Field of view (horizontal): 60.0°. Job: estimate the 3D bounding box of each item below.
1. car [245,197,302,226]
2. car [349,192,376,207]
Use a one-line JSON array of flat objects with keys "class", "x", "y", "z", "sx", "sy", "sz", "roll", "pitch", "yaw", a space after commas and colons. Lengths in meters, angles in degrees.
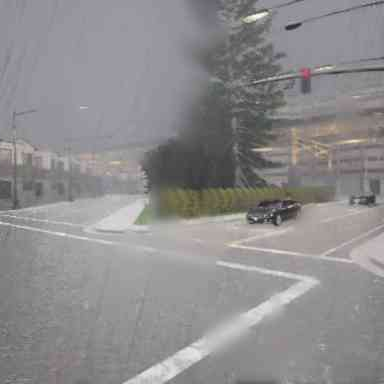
[{"class": "car", "x": 5.010, "y": 1.128, "z": 19.964, "sx": 1.837, "sy": 1.490, "sz": 4.892, "roll": 0, "pitch": 2, "yaw": 40}, {"class": "car", "x": 18.433, "y": 0.739, "z": 35.948, "sx": 2.128, "sy": 1.511, "sz": 4.902, "roll": 0, "pitch": 1, "yaw": 40}]
